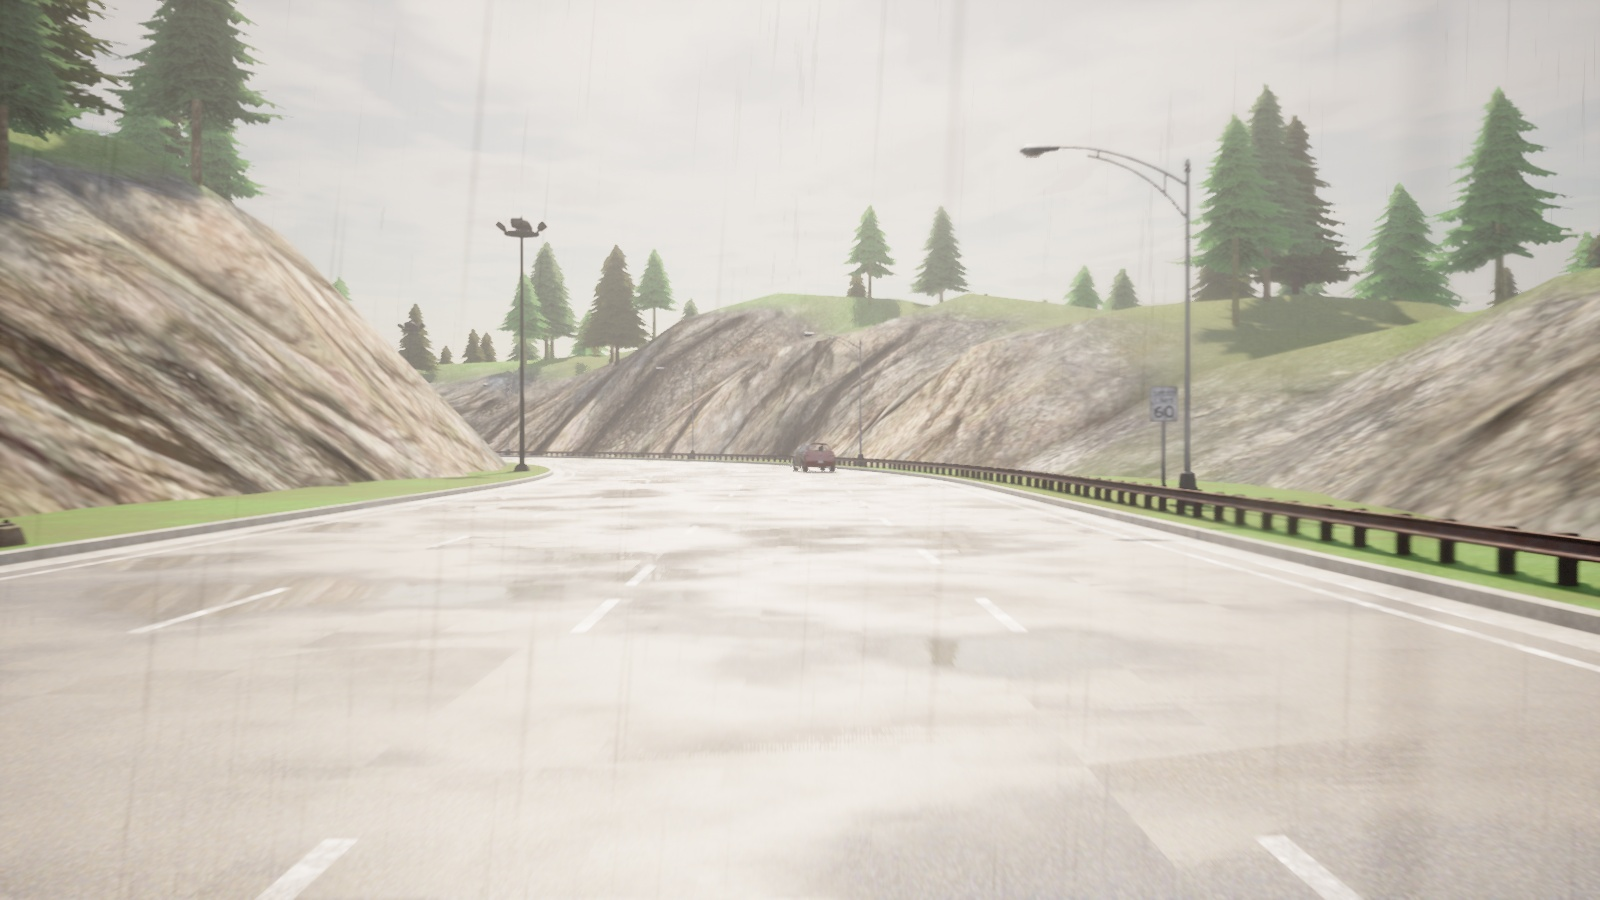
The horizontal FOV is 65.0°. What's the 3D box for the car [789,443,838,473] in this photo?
[{"bbox_3d":[0.656,0.398,65.031,1.845,1.501,3.633,0,0,-11],"label":"car"}]
